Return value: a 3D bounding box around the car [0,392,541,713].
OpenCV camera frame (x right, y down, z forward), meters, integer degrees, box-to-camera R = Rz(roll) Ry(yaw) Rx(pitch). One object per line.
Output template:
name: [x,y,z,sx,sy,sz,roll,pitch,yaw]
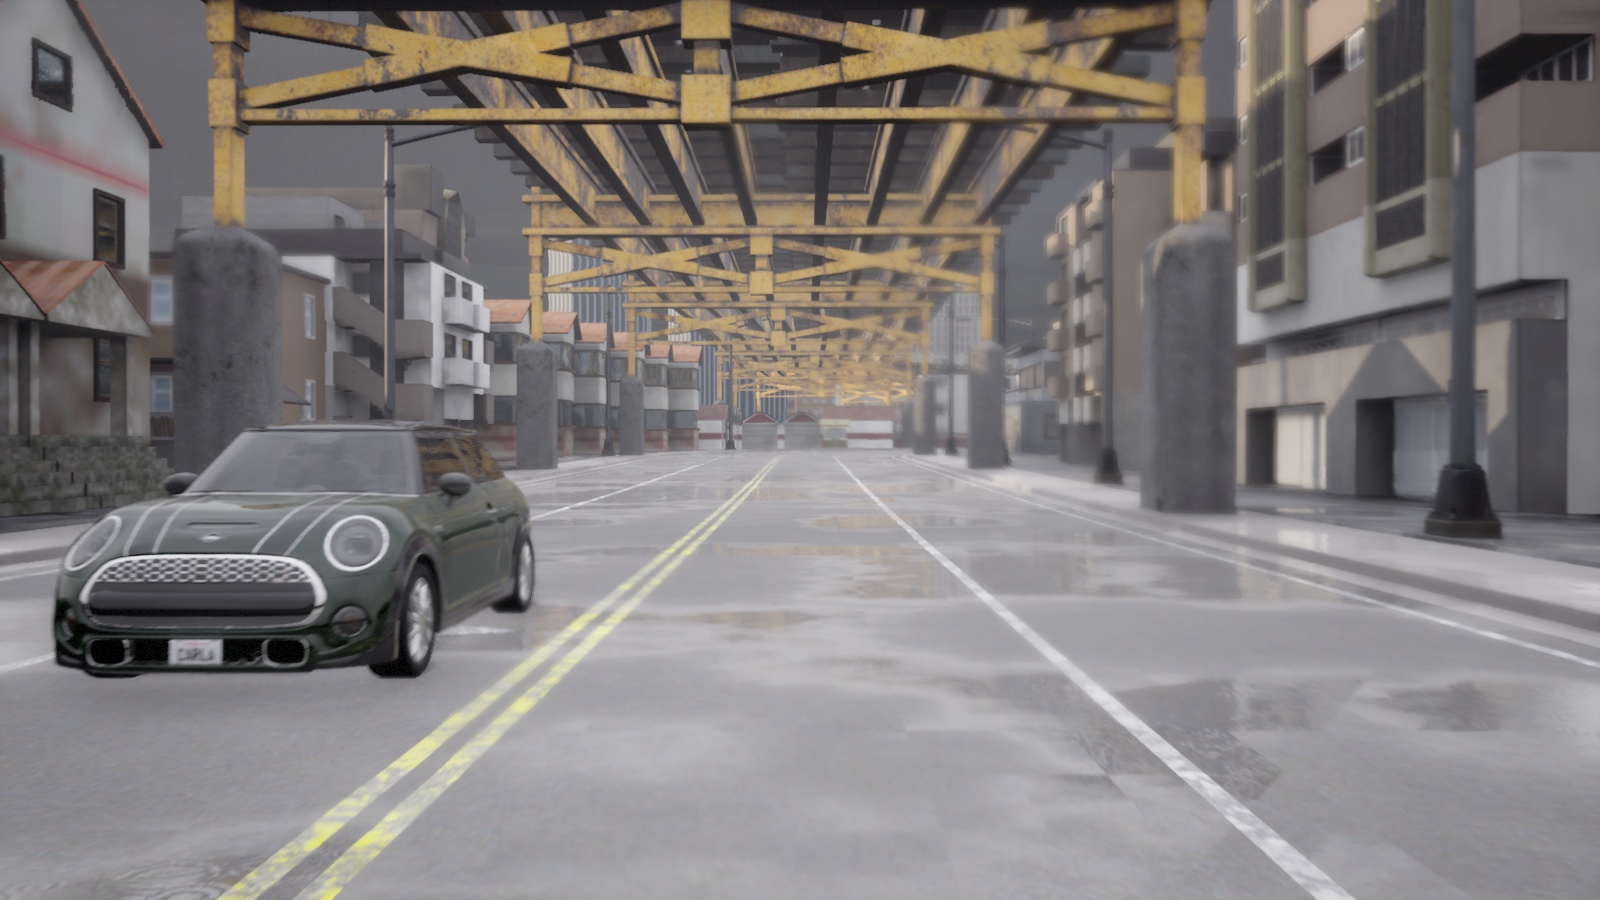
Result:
car: [-3.432,0.550,9.202,2.097,1.767,4.553,0,0,0]
